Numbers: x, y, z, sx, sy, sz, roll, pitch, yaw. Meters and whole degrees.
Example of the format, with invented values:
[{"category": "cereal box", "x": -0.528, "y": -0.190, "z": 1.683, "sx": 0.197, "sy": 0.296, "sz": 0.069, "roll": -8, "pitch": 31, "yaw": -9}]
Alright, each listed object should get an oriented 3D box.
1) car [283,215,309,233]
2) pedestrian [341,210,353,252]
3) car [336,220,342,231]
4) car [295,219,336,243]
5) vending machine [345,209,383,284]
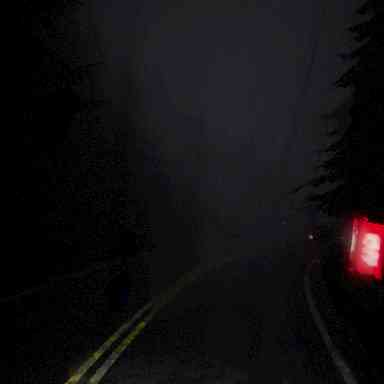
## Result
[{"category": "car", "x": 11.487, "y": 3.434, "z": 36.151, "sx": 2.150, "sy": 2.045, "sz": 5.566, "roll": 1, "pitch": -4, "yaw": 28}, {"category": "pedestrian", "x": 5.460, "y": 1.494, "z": 11.525, "sx": 0.375, "sy": 1.860, "sz": 0.375, "roll": -4, "pitch": -1, "yaw": 23}, {"category": "car", "x": 17.350, "y": 4.195, "z": 40.120, "sx": 1.837, "sy": 1.490, "sz": 4.892, "roll": 1, "pitch": -4, "yaw": 27}, {"category": "car", "x": 9.235, "y": 2.980, "z": 24.689, "sx": 1.837, "sy": 1.490, "sz": 4.892, "roll": 1, "pitch": -4, "yaw": 28}, {"category": "vending machine", "x": 5.585, "y": 1.677, "z": 10.544, "sx": 1.100, "sy": 2.100, "sz": 0.880, "roll": 6, "pitch": 3, "yaw": 21}]
